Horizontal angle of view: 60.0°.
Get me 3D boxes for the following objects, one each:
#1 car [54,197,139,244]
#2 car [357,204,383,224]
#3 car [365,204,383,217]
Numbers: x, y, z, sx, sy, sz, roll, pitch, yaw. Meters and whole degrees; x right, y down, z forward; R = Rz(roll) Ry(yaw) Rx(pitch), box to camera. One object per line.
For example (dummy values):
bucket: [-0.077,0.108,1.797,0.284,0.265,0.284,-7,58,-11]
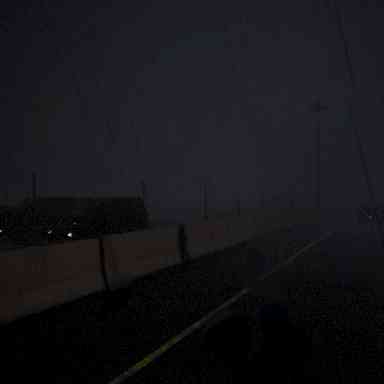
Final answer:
car: [-4.324,1.259,15.707,2.150,2.045,5.566,0,0,30]
car: [14.885,1.781,27.599,2.128,1.511,4.902,0,-1,30]
car: [21.245,2.120,38.625,1.895,1.301,4.718,0,-1,30]
